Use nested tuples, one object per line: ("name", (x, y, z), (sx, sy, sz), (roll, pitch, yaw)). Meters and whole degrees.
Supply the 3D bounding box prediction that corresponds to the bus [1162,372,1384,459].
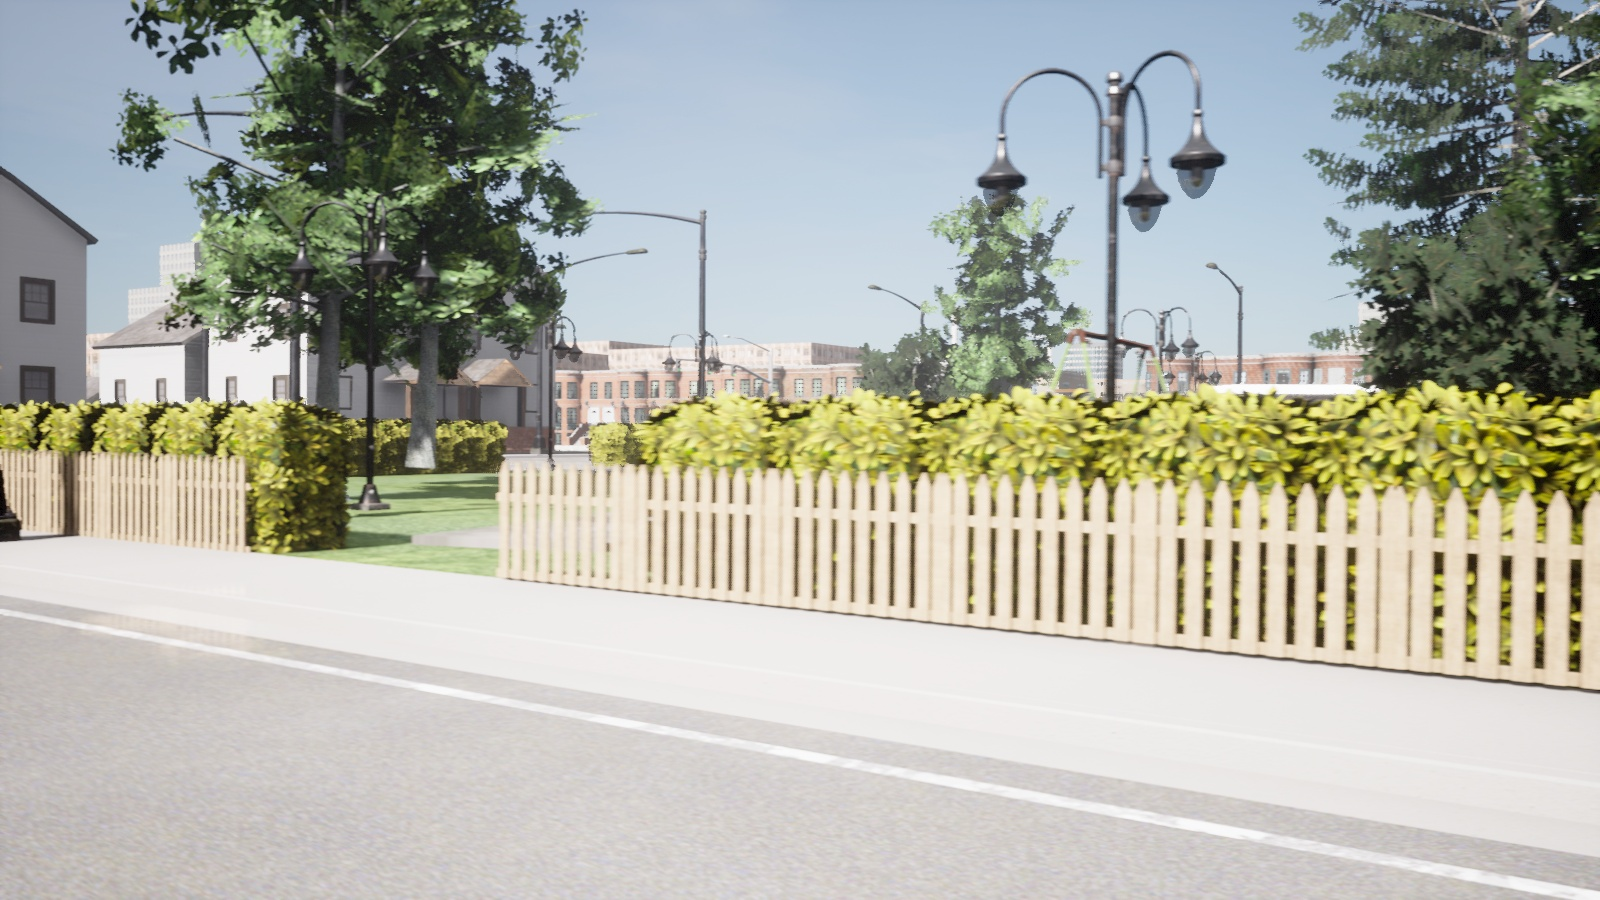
("bus", (24.772, -1.771, 66.051), (10.273, 4.253, 3.944), (1, 1, 33))
